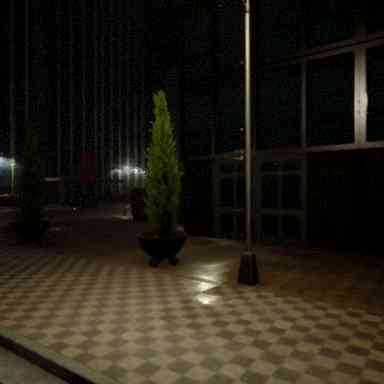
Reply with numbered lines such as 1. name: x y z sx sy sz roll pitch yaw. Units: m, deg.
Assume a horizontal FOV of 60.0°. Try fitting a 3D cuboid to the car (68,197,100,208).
1. car: -16.083 1.554 49.617 1.882 1.535 5.008 0 0 35
